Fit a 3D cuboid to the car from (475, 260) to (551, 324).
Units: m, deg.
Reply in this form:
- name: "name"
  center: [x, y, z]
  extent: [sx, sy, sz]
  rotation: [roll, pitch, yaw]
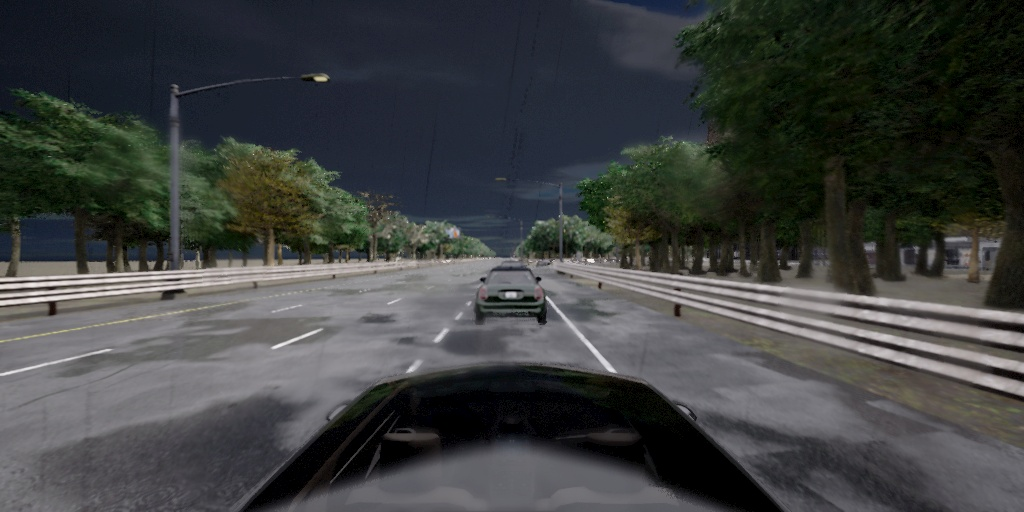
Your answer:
- name: "car"
  center: [-0.036, 1.124, 12.221]
  extent: [2.097, 1.767, 4.553]
  rotation: [0, 0, 0]

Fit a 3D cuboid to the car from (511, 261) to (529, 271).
- name: "car"
  center: [1.198, 1.455, 53.248]
  extent: [1.895, 1.301, 4.718]
  rotation: [0, 0, 10]
